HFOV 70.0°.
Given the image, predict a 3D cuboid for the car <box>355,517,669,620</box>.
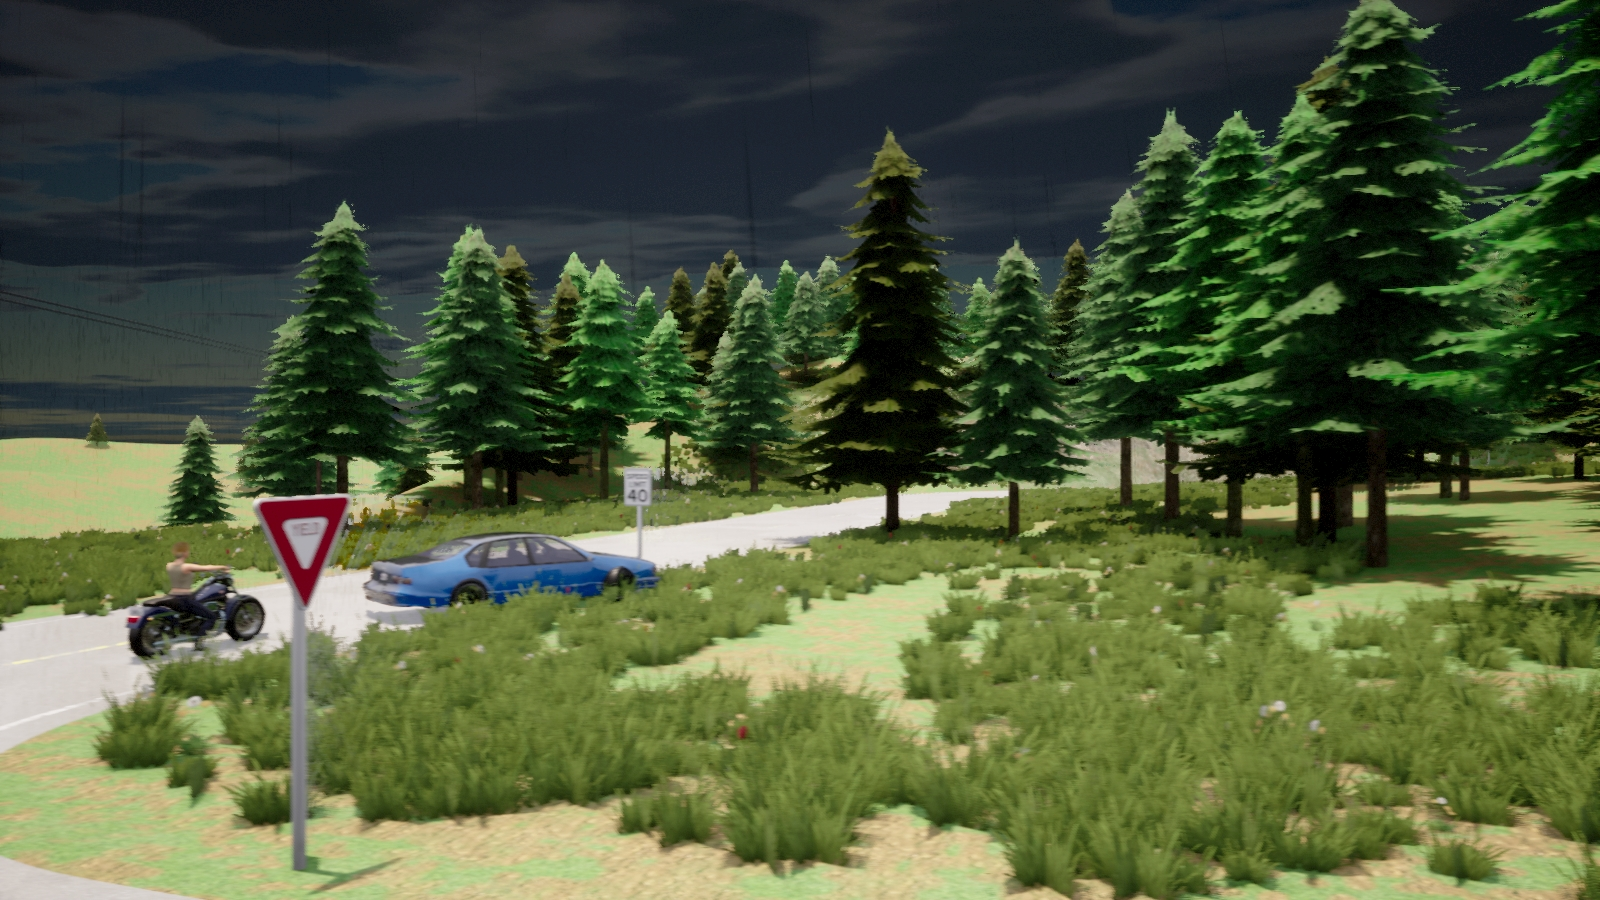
[{"bbox_3d":[-5.282,2.107,21.433,5.357,1.411,2.033,0,0,-39],"label":"car"}]
